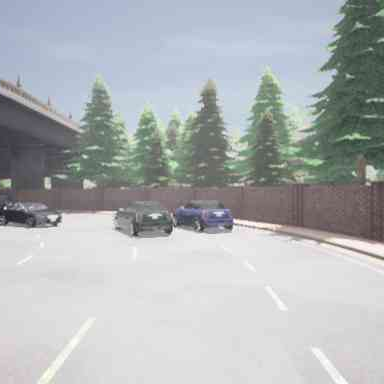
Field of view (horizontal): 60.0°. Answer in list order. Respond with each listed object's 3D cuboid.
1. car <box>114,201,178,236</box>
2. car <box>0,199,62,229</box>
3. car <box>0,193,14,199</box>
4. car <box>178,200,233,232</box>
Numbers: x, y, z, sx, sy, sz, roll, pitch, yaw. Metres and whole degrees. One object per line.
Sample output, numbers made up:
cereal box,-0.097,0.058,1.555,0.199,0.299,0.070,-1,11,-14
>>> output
car,-2.803,1.283,18.296,2.097,1.767,4.553,0,0,-27
car,-10.370,1.412,21.217,4.902,1.511,2.128,0,0,32
car,-17.839,1.113,28.510,5.566,2.045,2.150,0,0,16
car,0.479,1.277,19.881,2.097,1.767,4.553,0,0,-27
